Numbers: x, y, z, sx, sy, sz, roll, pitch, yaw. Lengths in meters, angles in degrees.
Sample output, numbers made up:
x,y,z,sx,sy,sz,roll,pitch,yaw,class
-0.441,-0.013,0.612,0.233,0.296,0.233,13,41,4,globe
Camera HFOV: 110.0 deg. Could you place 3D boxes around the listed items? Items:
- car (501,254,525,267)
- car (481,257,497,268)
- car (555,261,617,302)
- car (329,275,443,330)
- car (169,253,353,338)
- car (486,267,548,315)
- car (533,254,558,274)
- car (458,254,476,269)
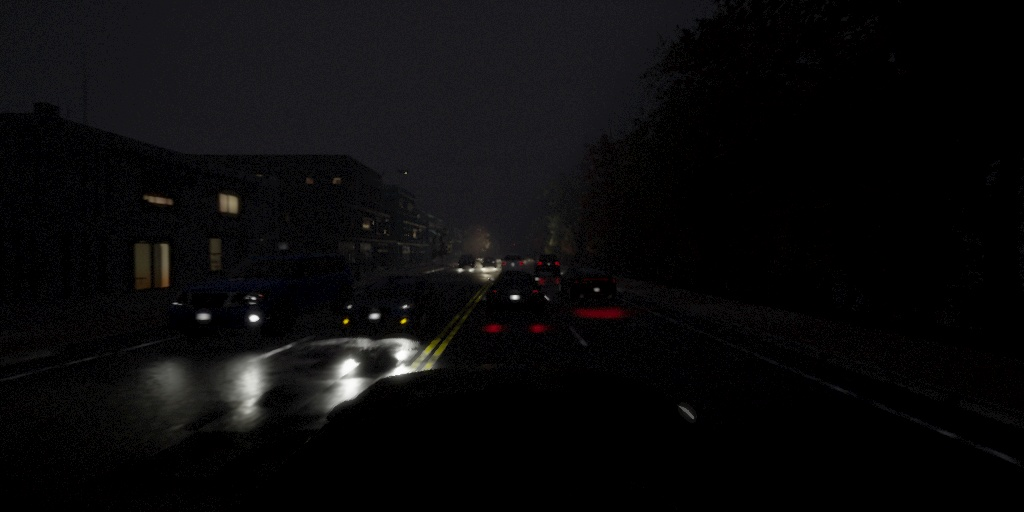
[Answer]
x,y,z,sx,sy,sz,roll,pitch,yaw,class
0.090,0.829,35.009,2.150,2.045,5.566,0,0,0,car
-3.331,0.882,53.130,2.097,1.767,4.553,0,0,0,car
3.344,1.164,16.592,1.882,1.535,5.008,0,0,0,car
-3.355,1.275,10.746,1.994,1.385,4.181,0,0,0,car
-6.604,0.934,10.444,2.150,2.045,5.566,0,0,0,car
0.095,1.264,13.345,1.994,1.385,4.181,0,0,0,car
3.340,0.829,35.018,2.150,2.045,5.566,0,0,0,car
-6.580,0.752,52.884,2.150,2.045,5.566,0,0,0,car
